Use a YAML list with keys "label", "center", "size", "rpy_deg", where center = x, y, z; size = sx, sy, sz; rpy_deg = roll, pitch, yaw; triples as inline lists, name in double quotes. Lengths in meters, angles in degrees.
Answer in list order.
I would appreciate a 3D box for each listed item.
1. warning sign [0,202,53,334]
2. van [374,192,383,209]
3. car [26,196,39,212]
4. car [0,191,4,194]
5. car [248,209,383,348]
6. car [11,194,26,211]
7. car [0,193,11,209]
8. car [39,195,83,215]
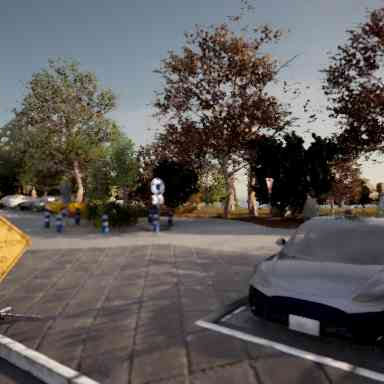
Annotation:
- label: "warning sign"
  center: [-3.175, 1.157, 5.278]
  size: [1.060, 1.860, 1.300]
  rpy_deg: [-4, 1, 35]
- label: "van"
  center: [10.328, 0.933, 16.483]
  size: [1.878, 1.987, 4.442]
  rpy_deg: [1, 1, 36]
- label: "car"
  center: [-13.909, 1.120, 33.944]
  size: [2.185, 1.767, 4.553]
  rpy_deg: [2, 1, 36]
- label: "car"
  center: [-20.662, 1.051, 38.577]
  size: [1.946, 1.575, 5.366]
  rpy_deg: [2, 1, 36]
- label: "car"
  center: [2.757, 1.194, 5.936]
  size: [2.163, 1.488, 4.792]
  rpy_deg: [1, 1, 36]
- label: "car"
  center: [-16.088, 1.213, 35.451]
  size: [2.163, 1.488, 4.792]
  rpy_deg: [2, 1, 36]
- label: "car"
  center: [-18.314, 1.159, 37.099]
  size: [2.002, 1.452, 4.674]
  rpy_deg: [2, 1, 36]
- label: "car"
  center: [-11.691, 1.310, 32.289]
  size: [2.097, 1.535, 5.008]
  rpy_deg: [2, 1, 36]
